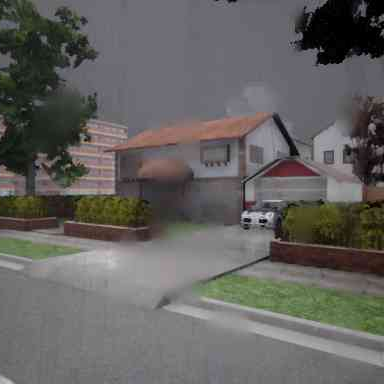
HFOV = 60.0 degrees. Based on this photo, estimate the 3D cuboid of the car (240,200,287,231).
[{"bbox_3d":[4.101,1.168,17.378,1.970,1.475,3.806,0,0,36],"label":"car"}]
